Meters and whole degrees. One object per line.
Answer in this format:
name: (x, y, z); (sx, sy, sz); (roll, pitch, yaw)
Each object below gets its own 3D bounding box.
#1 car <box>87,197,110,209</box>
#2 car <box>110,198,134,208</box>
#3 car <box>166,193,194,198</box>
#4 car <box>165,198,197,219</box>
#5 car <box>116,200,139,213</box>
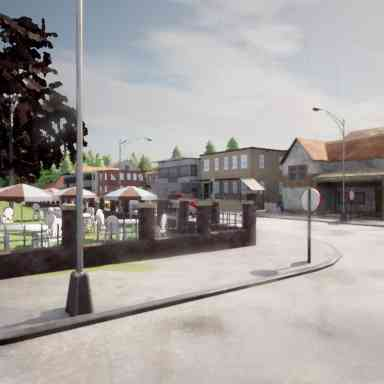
car: (-12.794, 1.478, 45.615); (1.882, 1.535, 5.008); (0, 0, -35)
car: (-10.436, 1.564, 49.462); (1.994, 1.385, 4.181); (0, 0, -35)
car: (-1.734, 1.212, 37.238); (2.150, 2.045, 5.566); (0, -1, -35)
car: (-1.290, 1.506, 29.402); (1.837, 1.490, 4.892); (0, 0, -35)
car: (-6.809, 1.526, 37.156); (1.812, 1.442, 4.674); (0, 0, -35)
